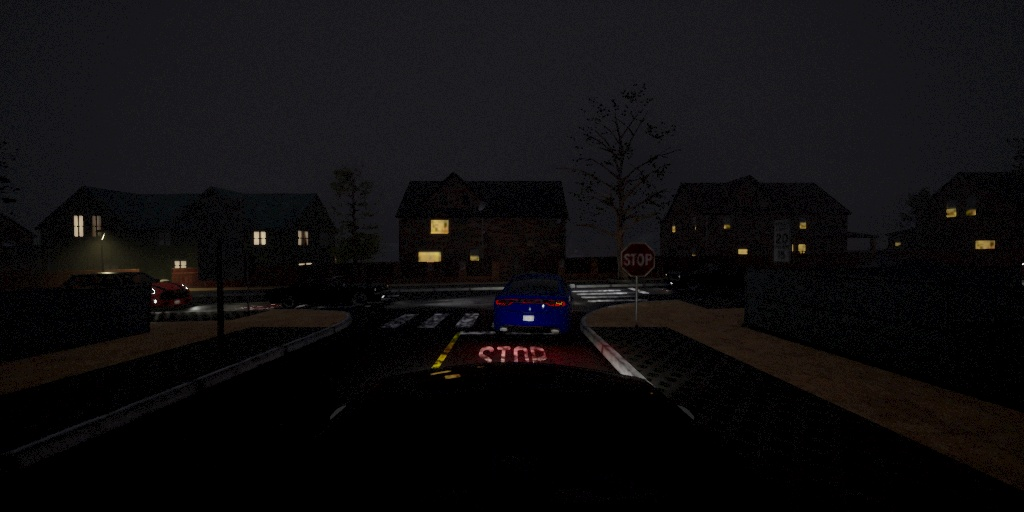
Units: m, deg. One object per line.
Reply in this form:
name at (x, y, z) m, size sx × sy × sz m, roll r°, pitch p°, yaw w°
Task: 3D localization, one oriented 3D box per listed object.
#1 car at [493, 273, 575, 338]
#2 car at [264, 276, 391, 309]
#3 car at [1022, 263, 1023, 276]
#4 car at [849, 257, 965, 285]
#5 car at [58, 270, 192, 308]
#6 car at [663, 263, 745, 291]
car at (0.787, 1.227, 10.371) m, size 1.882 × 1.535 × 5.008 m, roll 0°, pitch 0°, yaw 10°
car at (-7.810, 1.506, 15.579) m, size 4.718 × 1.301 × 1.895 m, roll -1°, pitch 1°, yaw 0°
car at (29.567, 0.335, 18.532) m, size 4.553 × 1.767 × 2.097 m, roll -1°, pitch 1°, yaw 0°
car at (20.057, 0.753, 18.541) m, size 5.357 × 1.411 × 2.033 m, roll -1°, pitch 1°, yaw 0°
car at (-16.798, 1.472, 15.572) m, size 4.553 × 1.767 × 2.097 m, roll -1°, pitch 1°, yaw 0°
car at (10.412, 1.034, 18.505) m, size 4.718 × 1.301 × 1.895 m, roll -1°, pitch 1°, yaw -1°
